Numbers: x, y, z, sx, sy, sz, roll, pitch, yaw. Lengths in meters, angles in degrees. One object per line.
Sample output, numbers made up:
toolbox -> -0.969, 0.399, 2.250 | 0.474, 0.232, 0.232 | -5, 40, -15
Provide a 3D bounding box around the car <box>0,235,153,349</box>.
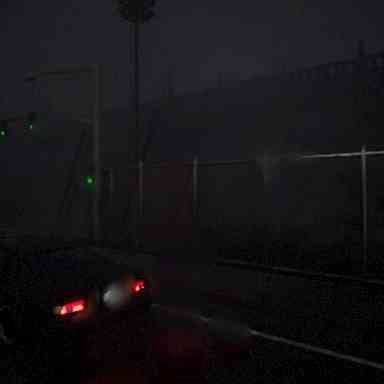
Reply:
car -> -3.207, 1.542, 6.257 | 5.357, 1.411, 2.033 | 0, 0, 36
